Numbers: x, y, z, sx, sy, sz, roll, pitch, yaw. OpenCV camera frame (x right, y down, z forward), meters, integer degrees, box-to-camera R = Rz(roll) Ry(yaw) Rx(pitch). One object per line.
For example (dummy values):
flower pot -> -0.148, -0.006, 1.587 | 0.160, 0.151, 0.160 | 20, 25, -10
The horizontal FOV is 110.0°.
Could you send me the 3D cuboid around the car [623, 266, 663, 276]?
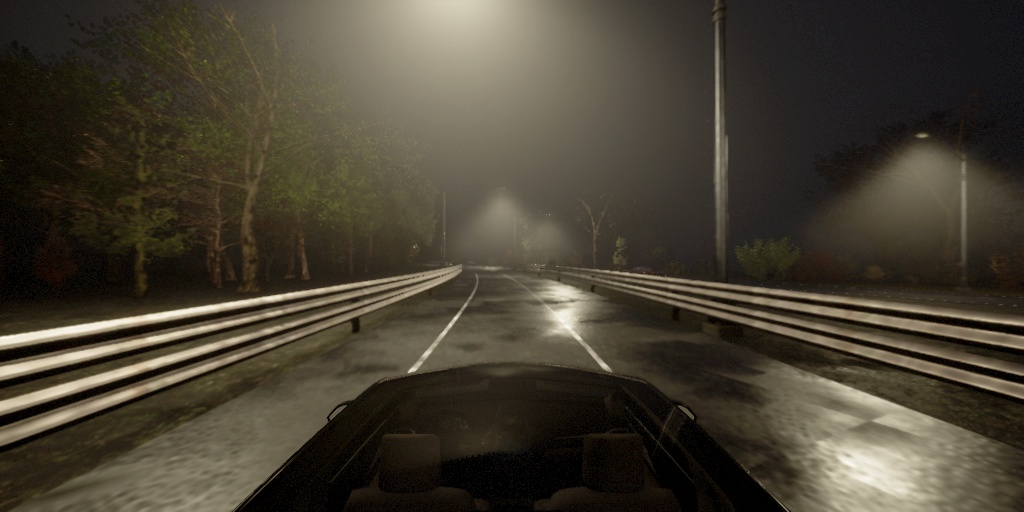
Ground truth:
car -> 16.074, 1.971, 44.407 | 2.033, 1.411, 5.357 | 0, 0, -24
